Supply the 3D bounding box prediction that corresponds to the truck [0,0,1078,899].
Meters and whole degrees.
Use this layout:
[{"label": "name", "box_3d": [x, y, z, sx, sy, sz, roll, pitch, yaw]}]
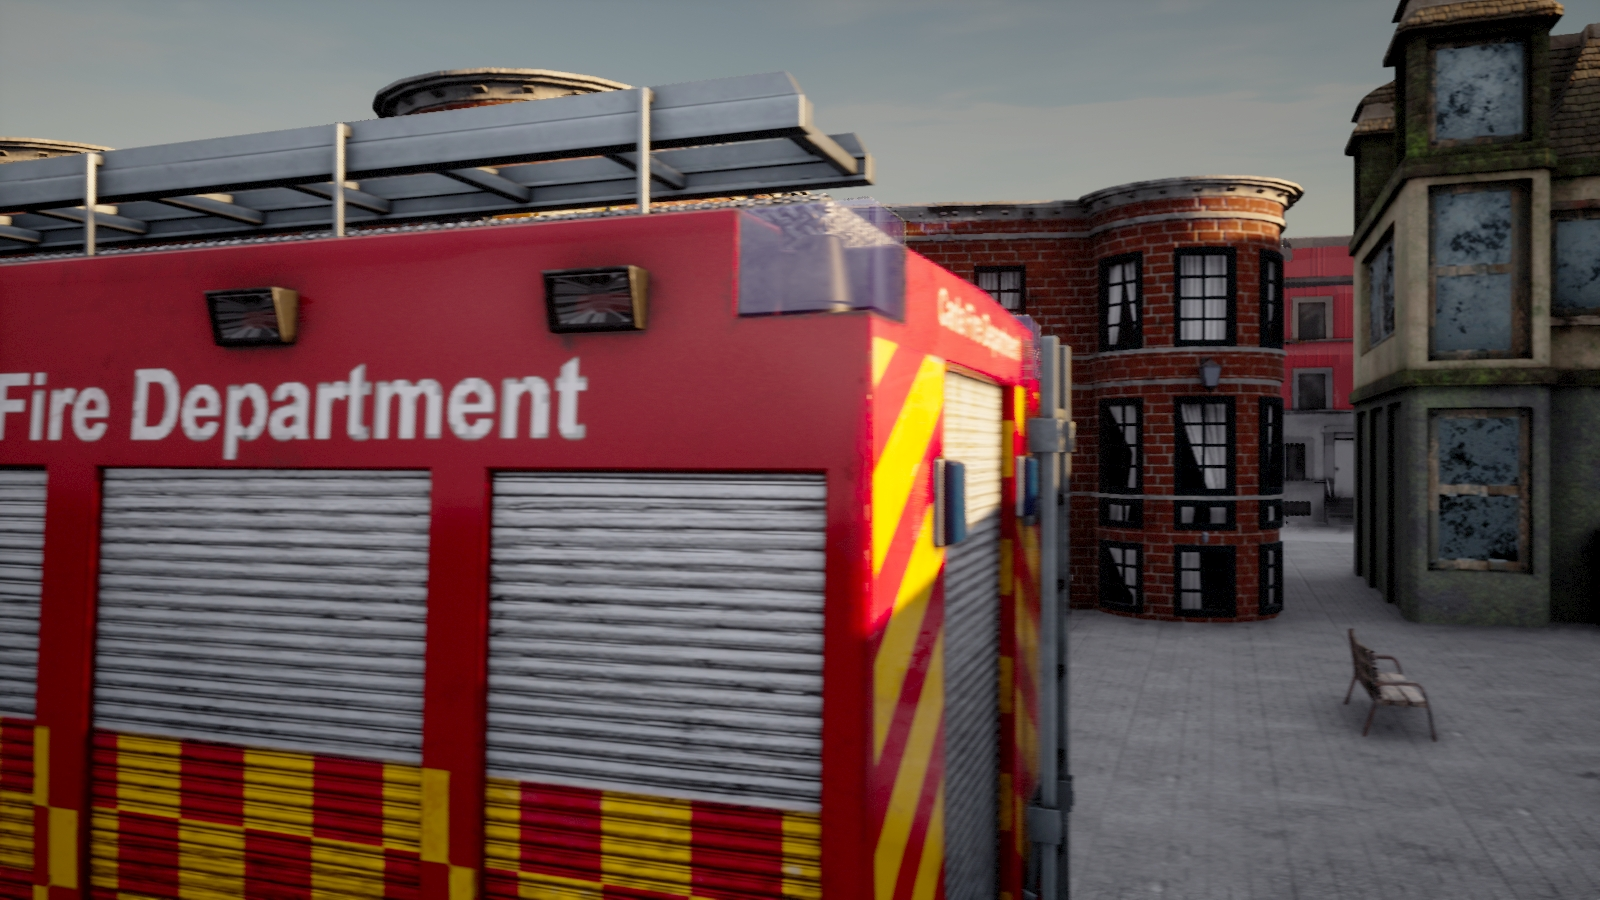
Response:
[{"label": "truck", "box_3d": [-3.254, 0.671, 5.066, 8.468, 3.827, 2.891, 0, 0, 20]}]
